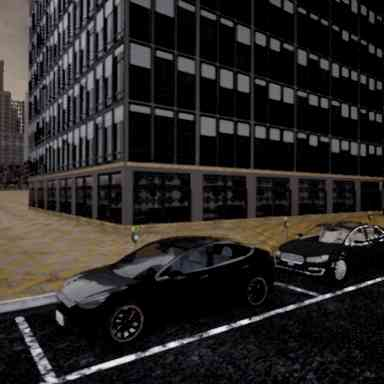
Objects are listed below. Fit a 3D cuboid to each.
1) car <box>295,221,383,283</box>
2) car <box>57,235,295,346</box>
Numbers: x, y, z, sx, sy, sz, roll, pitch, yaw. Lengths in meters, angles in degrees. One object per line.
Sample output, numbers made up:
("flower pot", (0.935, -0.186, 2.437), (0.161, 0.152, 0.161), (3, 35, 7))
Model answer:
("car", (4.258, 1.550, 9.591), (4.403, 1.369, 2.008), (0, 0, -35))
("car", (-0.251, 1.566, 6.375), (4.313, 1.339, 1.947), (0, 0, -35))
